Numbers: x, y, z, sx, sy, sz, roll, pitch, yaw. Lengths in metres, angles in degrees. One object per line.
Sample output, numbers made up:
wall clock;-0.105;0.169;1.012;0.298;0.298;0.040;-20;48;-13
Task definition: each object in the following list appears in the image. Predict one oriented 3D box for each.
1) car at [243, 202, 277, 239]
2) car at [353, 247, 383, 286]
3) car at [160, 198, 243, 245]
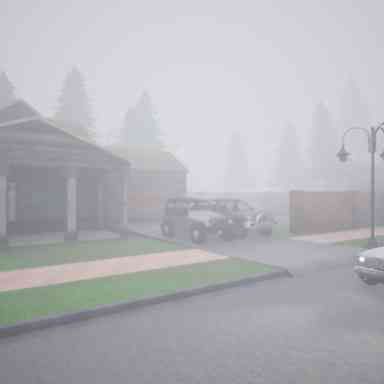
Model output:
car;1.963;1.217;16.757;1.932;1.855;4.605;0;0;-36
car;6.079;1.638;8.311;4.718;1.301;1.895;0;0;-35
car;0.149;1.209;14.973;1.905;1.878;3.866;0;0;-36
